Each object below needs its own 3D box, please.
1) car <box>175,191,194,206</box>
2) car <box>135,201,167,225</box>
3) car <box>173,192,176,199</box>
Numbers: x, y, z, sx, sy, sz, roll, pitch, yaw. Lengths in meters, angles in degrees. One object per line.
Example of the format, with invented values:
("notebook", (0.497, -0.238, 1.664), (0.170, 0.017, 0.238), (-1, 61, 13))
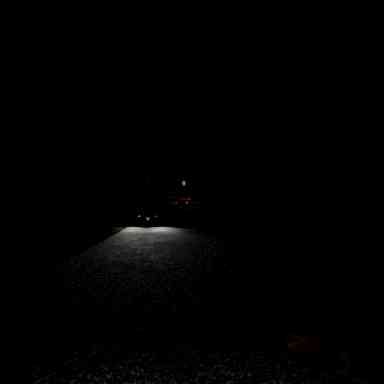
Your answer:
("car", (-0.810, 0.968, 42.709), (1.837, 1.490, 4.892), (-1, 2, -4))
("car", (-2.807, 1.446, 23.415), (1.837, 1.490, 4.892), (0, 0, 0))
("car", (-1.975, 0.547, 53.934), (1.895, 1.301, 4.718), (0, 3, -8))
